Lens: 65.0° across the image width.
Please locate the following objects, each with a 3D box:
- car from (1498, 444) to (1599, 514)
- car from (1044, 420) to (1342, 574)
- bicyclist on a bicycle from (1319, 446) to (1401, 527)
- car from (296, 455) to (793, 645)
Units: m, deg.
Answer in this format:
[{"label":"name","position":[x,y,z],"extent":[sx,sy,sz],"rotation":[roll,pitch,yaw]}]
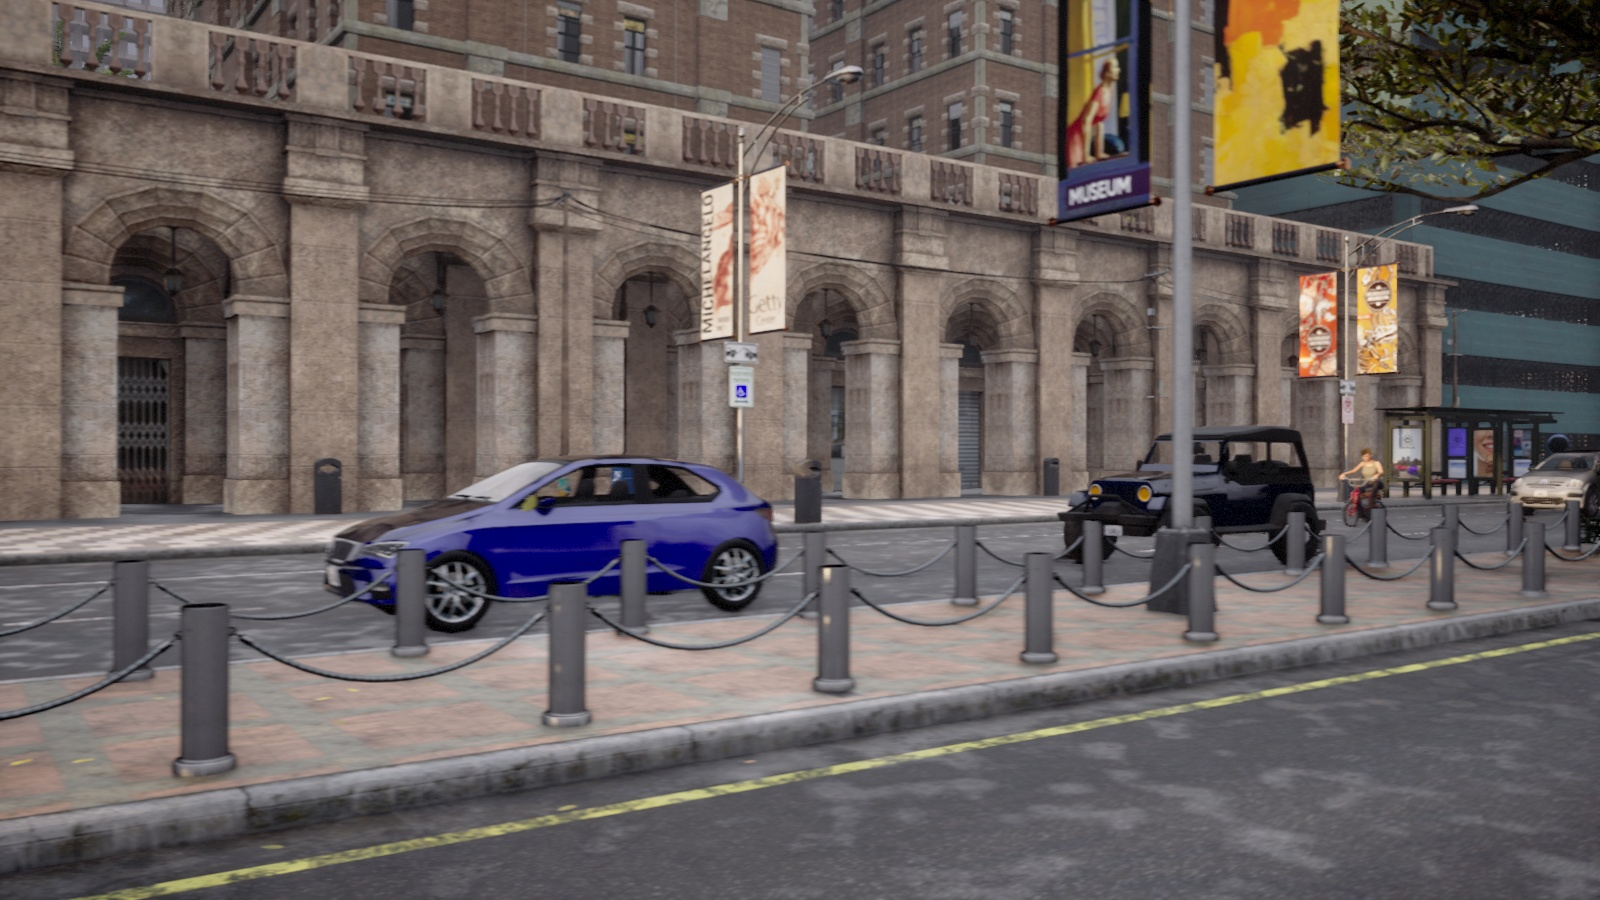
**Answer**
[{"label":"car","position":[19.206,0.678,31.040],"extent":[3.988,1.617,1.851],"rotation":[0,0,-35]},{"label":"car","position":[5.415,0.572,17.174],"extent":[3.866,1.878,1.905],"rotation":[0,0,-35]},{"label":"bicyclist on a bicycle","position":[11.436,0.720,25.625],"extent":[1.509,1.612,0.866],"rotation":[0,0,-35]},{"label":"car","position":[-2.309,0.792,11.799],"extent":[4.193,1.474,1.816],"rotation":[0,0,-35]}]
